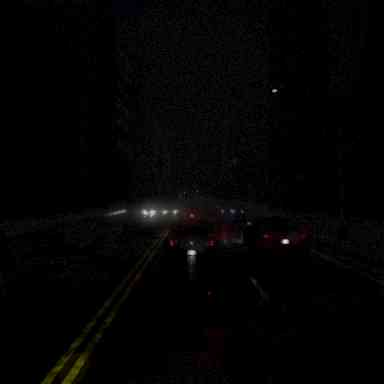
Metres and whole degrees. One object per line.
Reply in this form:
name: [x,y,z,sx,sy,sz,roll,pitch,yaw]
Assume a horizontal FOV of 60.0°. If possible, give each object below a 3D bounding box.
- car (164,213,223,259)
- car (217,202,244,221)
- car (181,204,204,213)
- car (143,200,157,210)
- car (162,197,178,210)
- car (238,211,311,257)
car: [0.010,1.739,13.255,1.895,1.301,4.718,0,-1,0]
car: [3.259,1.649,28.436,2.097,1.767,4.553,0,-1,0]
car: [0.015,1.784,29.257,1.882,1.535,5.008,0,0,0]
car: [-6.607,2.053,52.591,2.128,1.511,4.902,0,-1,0]
car: [-3.363,1.778,52.182,2.150,2.045,5.566,0,-1,0]
car: [3.262,1.705,13.534,1.994,1.385,4.181,0,-1,1]
